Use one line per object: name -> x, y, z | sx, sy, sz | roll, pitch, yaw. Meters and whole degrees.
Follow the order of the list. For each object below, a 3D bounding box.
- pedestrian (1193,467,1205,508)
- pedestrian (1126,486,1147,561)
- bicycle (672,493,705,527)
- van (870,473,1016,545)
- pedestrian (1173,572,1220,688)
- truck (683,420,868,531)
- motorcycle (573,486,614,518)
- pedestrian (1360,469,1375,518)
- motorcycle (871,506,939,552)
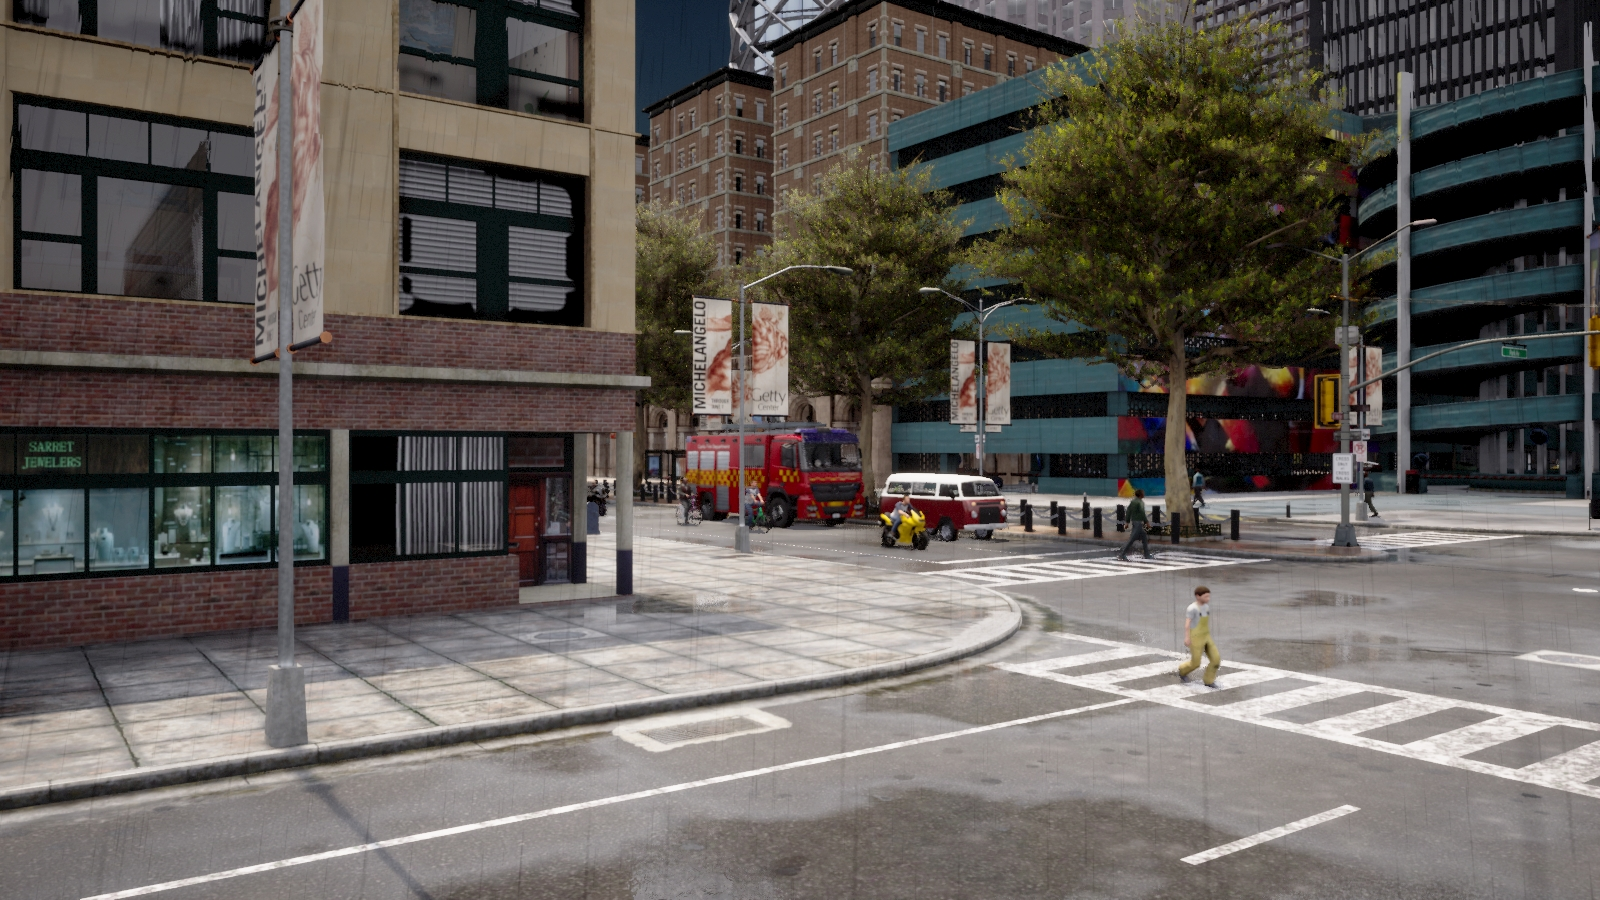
pedestrian -> 18.013, 1.681, 51.579 | 0.375, 1.860, 0.375 | 0, 0, -28
pedestrian -> 8.441, 1.839, 28.669 | 0.375, 1.860, 0.375 | 0, 0, -16
bicycle -> -4.100, 2.202, 42.015 | 0.329, 1.171, 1.835 | 0, 0, -35
van -> 4.430, 1.775, 36.013 | 2.069, 2.038, 4.480 | 0, 0, -35
pedestrian -> 4.700, 2.124, 13.558 | 0.375, 1.300, 0.375 | 0, 0, -30
truck -> -1.149, 0.881, 43.905 | 2.891, 3.827, 8.468 | 0, 0, -35
motorcycle -> -8.821, 2.197, 48.716 | 0.867, 1.251, 2.209 | 0, 0, -35
pedestrian -> 21.995, 1.679, 44.257 | 0.375, 1.860, 0.375 | 0, 0, -30
motorcycle -> 2.932, 2.205, 32.235 | 0.803, 1.145, 2.033 | 0, 0, -34
